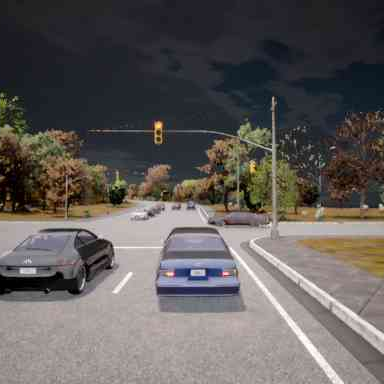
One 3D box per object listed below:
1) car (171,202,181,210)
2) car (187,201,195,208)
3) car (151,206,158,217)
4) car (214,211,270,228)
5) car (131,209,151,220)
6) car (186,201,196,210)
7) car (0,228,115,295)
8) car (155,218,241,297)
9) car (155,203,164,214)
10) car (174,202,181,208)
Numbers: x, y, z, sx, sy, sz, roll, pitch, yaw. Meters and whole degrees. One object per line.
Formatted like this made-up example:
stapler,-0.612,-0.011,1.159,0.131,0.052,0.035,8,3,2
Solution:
car,-3.718,3.473,78.235,1.812,1.442,4.674,0,0,0
car,-0.340,3.229,87.954,1.882,1.535,5.008,0,0,-4
car,-7.242,3.461,55.218,1.895,1.301,4.718,0,-1,0
car,4.105,2.428,29.494,5.357,1.411,2.033,0,-3,0
car,-7.234,3.138,46.198,1.812,1.442,4.674,0,-2,0
car,-0.217,3.298,77.775,2.097,1.767,4.553,0,0,0
car,-3.446,1.664,9.001,1.994,1.385,4.181,0,-1,0
car,0.068,1.645,8.894,2.033,1.411,5.357,0,-1,-1
car,-7.218,3.525,64.965,2.033,1.411,5.357,0,0,0
car,-3.863,3.414,88.211,1.837,1.490,4.892,0,0,-4
